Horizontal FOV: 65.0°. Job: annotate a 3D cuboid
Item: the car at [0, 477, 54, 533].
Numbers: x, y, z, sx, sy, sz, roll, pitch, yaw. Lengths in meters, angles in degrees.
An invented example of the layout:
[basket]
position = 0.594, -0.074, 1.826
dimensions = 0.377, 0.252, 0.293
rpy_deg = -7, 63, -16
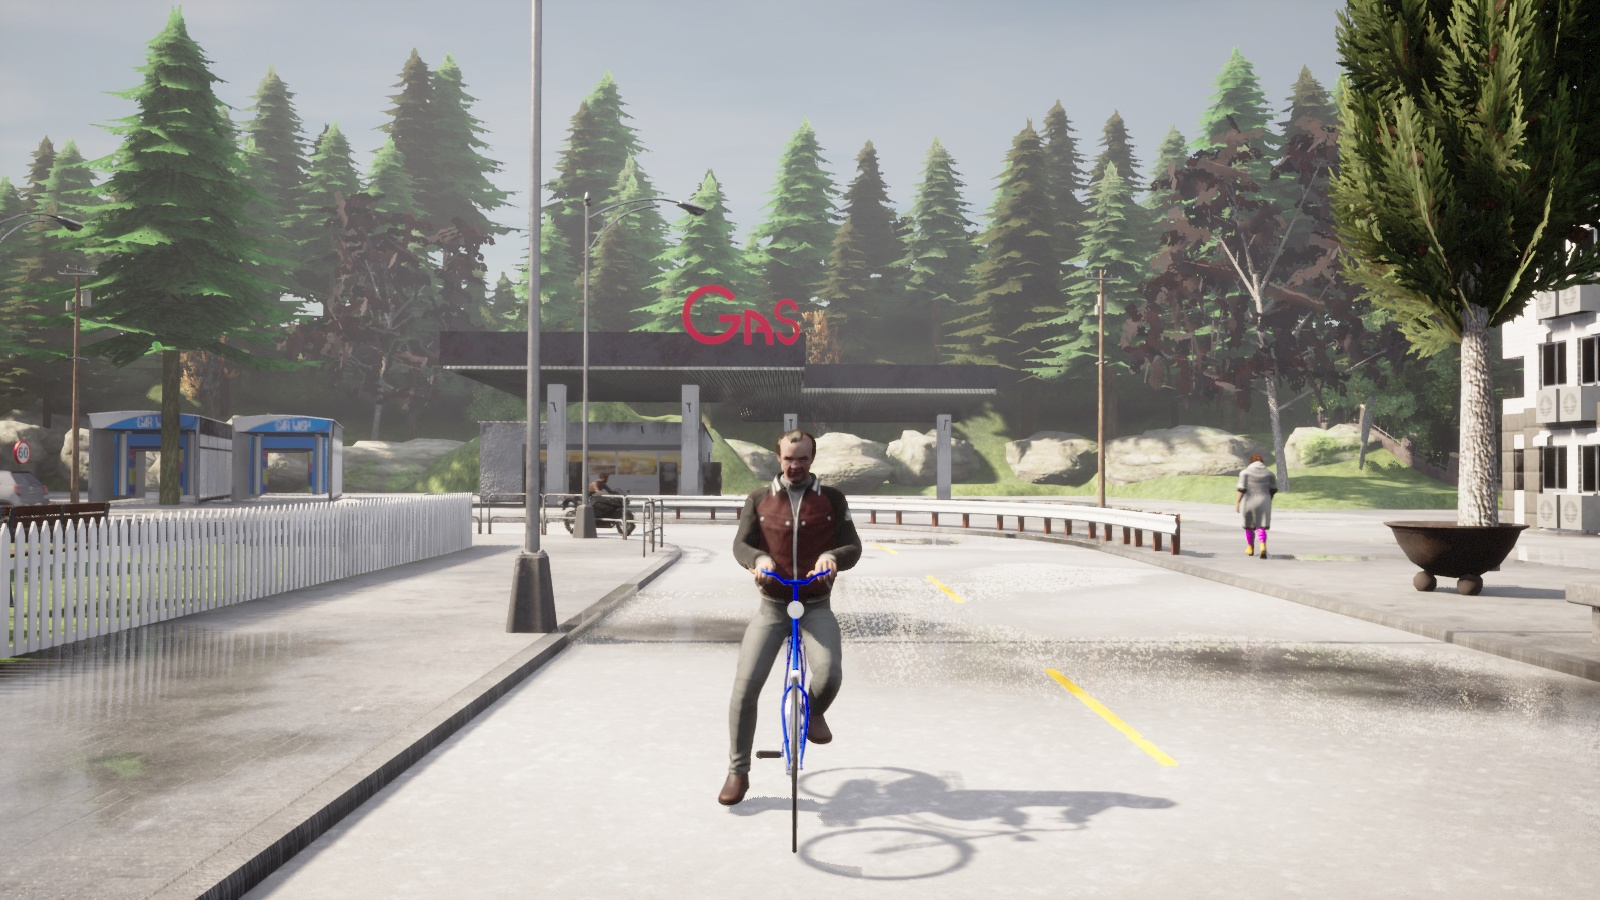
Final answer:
[car]
position = -23.139, 1.507, 34.965
dimensions = 3.633, 1.501, 1.845
rpy_deg = 0, -1, 0

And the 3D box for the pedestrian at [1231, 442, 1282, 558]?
[pedestrian]
position = 7.890, 0.857, 21.735
dimensions = 0.659, 1.952, 0.873
rpy_deg = 0, -1, 8

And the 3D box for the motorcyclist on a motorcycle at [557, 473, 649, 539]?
[motorcyclist on a motorcycle]
position = -4.695, 1.319, 29.956
dimensions = 2.044, 1.523, 0.797
rpy_deg = -1, 0, 22

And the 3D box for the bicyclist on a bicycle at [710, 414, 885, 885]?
[bicyclist on a bicycle]
position = -0.014, 0.780, 5.693
dimensions = 0.659, 1.776, 1.843
rpy_deg = 0, -2, 0
